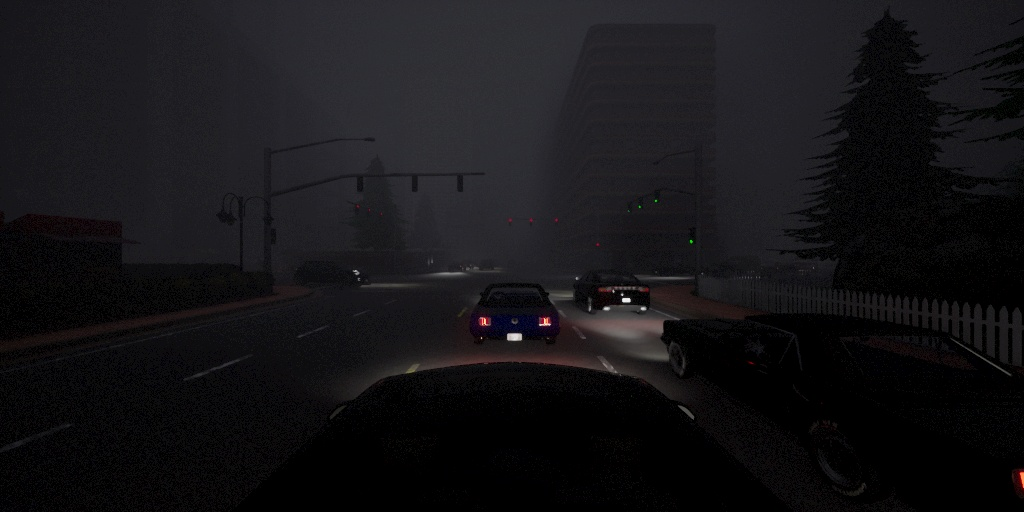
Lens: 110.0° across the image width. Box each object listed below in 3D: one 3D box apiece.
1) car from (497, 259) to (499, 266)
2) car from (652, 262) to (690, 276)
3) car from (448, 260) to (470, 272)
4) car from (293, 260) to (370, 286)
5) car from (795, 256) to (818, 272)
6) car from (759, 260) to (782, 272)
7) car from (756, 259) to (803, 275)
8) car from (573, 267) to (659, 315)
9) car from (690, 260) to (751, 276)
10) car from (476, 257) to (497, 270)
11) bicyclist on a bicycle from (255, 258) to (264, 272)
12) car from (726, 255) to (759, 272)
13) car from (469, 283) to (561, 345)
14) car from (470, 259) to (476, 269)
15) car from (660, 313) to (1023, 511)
[{"bbox_3d":[-3.623,1.254,62.038,1.837,1.490,4.892,0,0,0],"label":"car"},{"bbox_3d":[16.561,1.295,36.469,4.718,1.301,1.895,0,0,-14],"label":"car"},{"bbox_3d":[-7.137,1.351,47.040,1.895,1.301,4.718,0,0,0],"label":"car"},{"bbox_3d":[-12.120,1.064,24.346,4.553,1.767,2.097,1,0,-1],"label":"car"},{"bbox_3d":[35.534,0.916,43.433,2.150,2.045,5.566,0,0,44],"label":"car"},{"bbox_3d":[33.344,1.220,46.202,1.812,1.442,4.674,0,0,42],"label":"car"},{"bbox_3d":[27.890,1.295,37.389,4.718,1.301,1.895,0,0,-31],"label":"car"},{"bbox_3d":[3.577,1.228,13.679,1.882,1.535,5.008,0,0,0],"label":"car"},{"bbox_3d":[19.544,1.295,33.621,4.718,1.301,1.895,0,0,-18],"label":"car"},{"bbox_3d":[-3.638,1.227,51.939,1.882,1.535,5.008,0,0,0],"label":"car"},{"bbox_3d":[-27.918,0.995,39.698,0.582,1.620,1.656,0,0,0],"label":"bicyclist on a bicycle"},{"bbox_3d":[25.618,0.916,40.077,5.566,2.045,2.150,0,0,-31],"label":"car"},{"bbox_3d":[0.067,1.351,9.471,1.895,1.301,4.718,0,0,0],"label":"car"},{"bbox_3d":[-7.136,1.297,56.692,2.033,1.411,5.357,0,0,0],"label":"car"},{"bbox_3d":[3.598,1.351,4.359,1.895,1.301,4.718,0,0,0],"label":"car"}]
